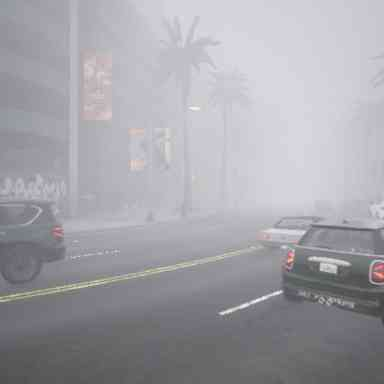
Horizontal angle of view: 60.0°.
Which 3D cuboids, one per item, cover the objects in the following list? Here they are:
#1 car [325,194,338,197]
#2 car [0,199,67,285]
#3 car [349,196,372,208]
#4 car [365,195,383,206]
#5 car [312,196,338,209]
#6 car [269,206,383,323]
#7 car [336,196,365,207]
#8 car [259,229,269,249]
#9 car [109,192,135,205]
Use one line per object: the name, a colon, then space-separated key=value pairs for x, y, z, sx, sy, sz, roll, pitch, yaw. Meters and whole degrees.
car: x=32.877 y=1.318 z=77.300 sx=2.185 sy=1.767 sz=4.553 roll=0 pitch=0 yaw=16
car: x=-5.936 y=1.211 z=7.940 sx=5.566 sy=2.045 sz=2.150 roll=0 pitch=0 yaw=-37
car: x=24.785 y=1.461 z=49.062 sx=2.231 sy=1.521 sz=4.892 roll=0 pitch=0 yaw=16
car: x=13.688 y=1.213 z=22.863 sx=2.150 sy=2.045 sz=5.566 roll=0 pitch=0 yaw=21
car: x=14.695 y=1.529 z=37.414 sx=2.033 sy=1.411 sz=5.357 roll=0 pitch=0 yaw=16
car: x=3.897 y=1.349 z=7.289 sx=4.553 sy=1.767 sz=2.097 roll=0 pitch=0 yaw=-44
car: x=19.185 y=1.474 z=40.412 sx=2.128 sy=1.511 sz=4.902 roll=0 pitch=0 yaw=16
car: x=4.519 y=1.594 z=13.068 sx=1.895 sy=1.301 sz=4.718 roll=0 pitch=0 yaw=38
car: x=-10.836 y=0.982 z=51.444 sx=2.435 sy=2.045 sz=5.566 roll=0 pitch=0 yaw=16
